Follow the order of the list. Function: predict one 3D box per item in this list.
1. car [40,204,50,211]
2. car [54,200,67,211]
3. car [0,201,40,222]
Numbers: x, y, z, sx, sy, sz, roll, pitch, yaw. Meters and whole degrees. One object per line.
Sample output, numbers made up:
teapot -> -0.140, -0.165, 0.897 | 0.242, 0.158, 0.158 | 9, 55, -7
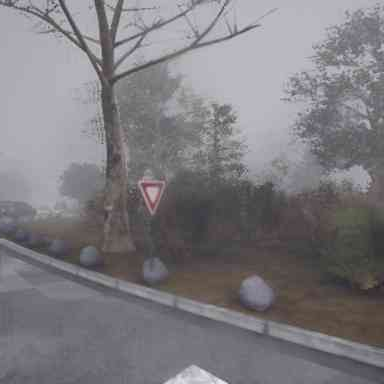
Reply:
car -> -29.822, 3.061, 66.770 | 2.033, 1.411, 5.357 | 0, -1, -15
car -> -26.753, 2.728, 67.873 | 2.150, 2.045, 5.566 | 0, -1, -15
car -> -18.439, 1.979, 35.008 | 2.150, 2.045, 5.566 | -1, -2, -3
